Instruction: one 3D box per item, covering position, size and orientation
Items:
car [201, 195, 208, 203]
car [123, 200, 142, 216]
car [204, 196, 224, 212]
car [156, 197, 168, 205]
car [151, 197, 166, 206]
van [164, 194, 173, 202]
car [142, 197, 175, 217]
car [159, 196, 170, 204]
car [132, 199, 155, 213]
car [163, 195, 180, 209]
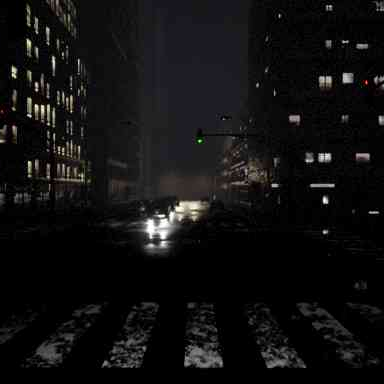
[{"bbox_3d":[2.892,1.446,72.528,1.967,1.590,4.097,-1,0,0],"label":"car"},{"bbox_3d":[-5.606,1.526,32.801,1.752,1.417,4.829,-1,0,0],"label":"car"},{"bbox_3d":[2.791,1.552,38.600,2.008,1.369,4.403,-1,0,0],"label":"car"},{"bbox_3d":[-5.520,1.586,61.243,1.802,1.307,4.206,-1,0,0],"label":"car"},{"bbox_3d":[-5.537,1.548,55.589,1.887,1.381,4.507,-1,0,0],"label":"car"},{"bbox_3d":[-5.472,1.348,78.208,1.690,1.788,3.998,-1,0,0],"label":"van"},{"bbox_3d":[-3.009,1.492,30.949,2.128,1.511,4.902,0,0,0],"label":"car"},{"bbox_3d":[-5.503,1.550,66.898,1.887,1.381,4.507,-1,0,0],"label":"car"},{"bbox_3d":[-5.588,1.567,38.625,1.947,1.339,4.313,-1,0,0],"label":"car"},{"bbox_3d":[-2.974,1.493,40.435,2.128,1.511,4.902,0,0,0],"label":"car"}]
